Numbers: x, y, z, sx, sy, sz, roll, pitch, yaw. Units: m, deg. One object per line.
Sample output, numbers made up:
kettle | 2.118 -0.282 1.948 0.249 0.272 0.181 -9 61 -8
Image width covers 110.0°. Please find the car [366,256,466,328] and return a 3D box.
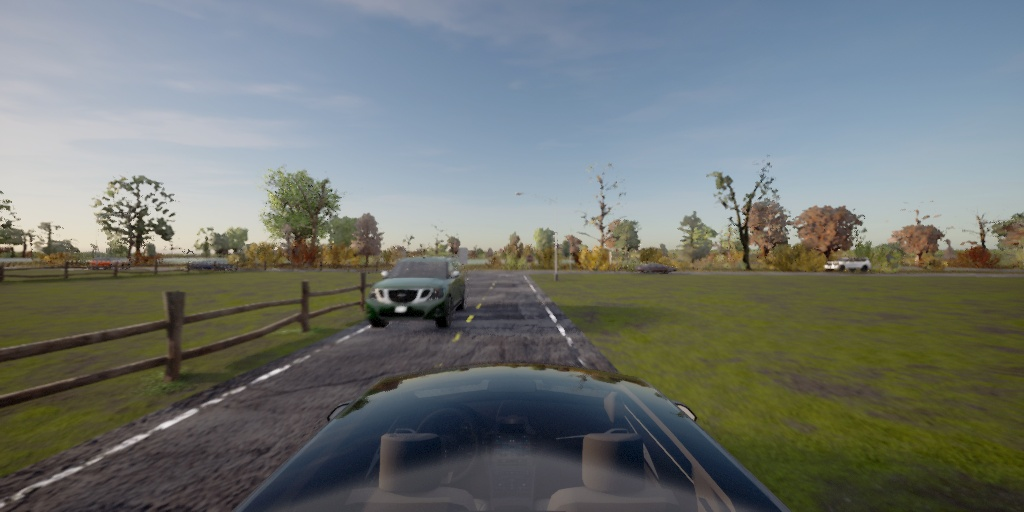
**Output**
car | -2.852 1.030 11.977 2.150 2.045 5.566 0 0 0

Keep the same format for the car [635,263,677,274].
car | 19.878 1.685 49.736 5.357 1.411 2.033 0 0 0

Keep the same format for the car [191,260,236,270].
car | -41.421 1.251 49.896 5.357 1.411 2.033 1 0 0
